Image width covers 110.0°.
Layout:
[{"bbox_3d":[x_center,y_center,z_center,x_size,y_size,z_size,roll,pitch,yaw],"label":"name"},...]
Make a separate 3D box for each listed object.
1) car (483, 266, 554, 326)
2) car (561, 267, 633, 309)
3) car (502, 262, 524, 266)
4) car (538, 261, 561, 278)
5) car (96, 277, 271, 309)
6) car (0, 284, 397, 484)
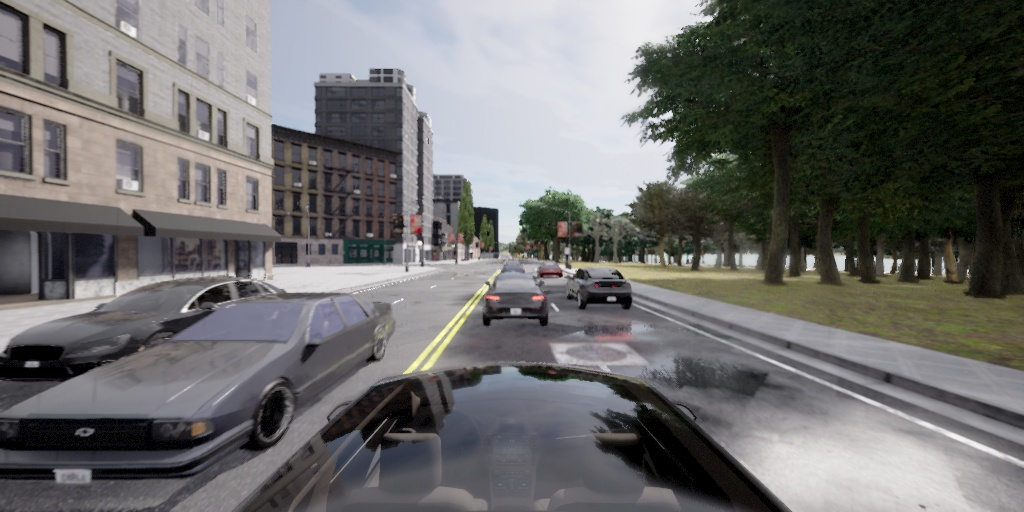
[{"bbox_3d":[0.092,1.230,11.403,1.812,1.442,4.674,0,0,0],"label":"car"},{"bbox_3d":[3.350,1.194,14.489,1.837,1.490,4.892,0,0,0],"label":"car"},{"bbox_3d":[0.100,1.169,31.317,1.994,1.385,4.181,0,0,0],"label":"car"},{"bbox_3d":[3.350,1.165,32.246,1.994,1.385,4.181,0,0,0],"label":"car"},{"bbox_3d":[-6.600,1.228,7.357,1.837,1.490,4.892,0,0,0],"label":"car"},{"bbox_3d":[-3.351,1.280,5.396,2.033,1.411,5.357,0,0,0],"label":"car"}]
